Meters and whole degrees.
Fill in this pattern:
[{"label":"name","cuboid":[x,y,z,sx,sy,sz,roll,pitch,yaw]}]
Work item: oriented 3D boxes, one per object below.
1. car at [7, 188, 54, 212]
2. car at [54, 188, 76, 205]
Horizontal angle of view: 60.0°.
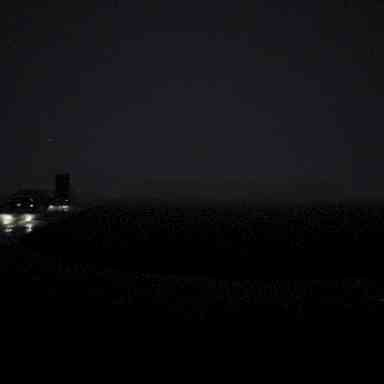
[{"label":"car","cuboid":[-14.554,0.672,29.979,2.150,2.045,5.566,0,1,-8]},{"label":"car","cuboid":[-16.320,0.501,42.427,2.150,2.045,5.566,0,1,-8]}]
